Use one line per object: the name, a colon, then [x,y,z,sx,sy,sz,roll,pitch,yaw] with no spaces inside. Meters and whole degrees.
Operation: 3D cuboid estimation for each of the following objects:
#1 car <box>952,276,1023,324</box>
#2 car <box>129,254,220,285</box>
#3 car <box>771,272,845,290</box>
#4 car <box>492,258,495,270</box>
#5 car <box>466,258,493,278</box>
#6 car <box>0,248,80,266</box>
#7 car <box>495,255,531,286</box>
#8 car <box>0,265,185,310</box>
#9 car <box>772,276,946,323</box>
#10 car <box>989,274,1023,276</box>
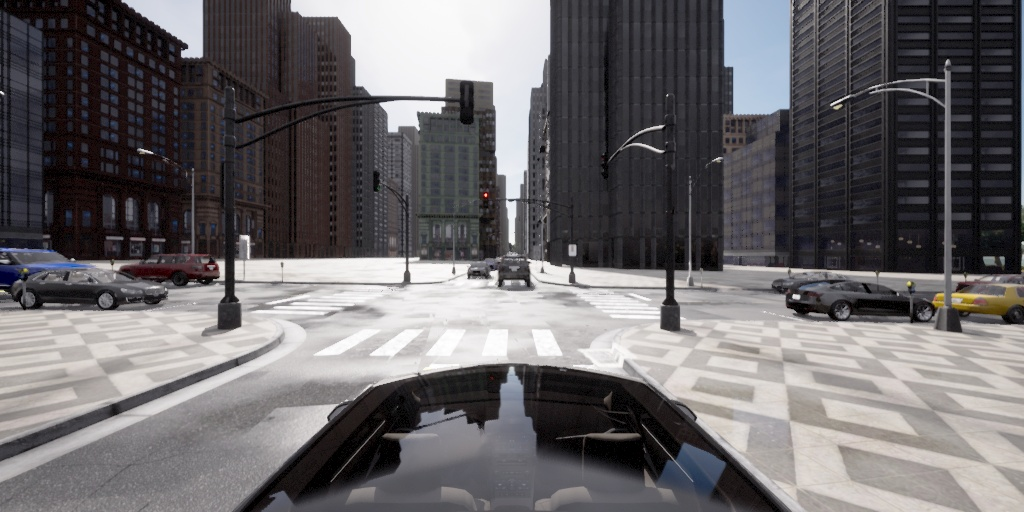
car: [17.962,1.568,12.683,4.829,1.417,1.751,0,0,0]
car: [-20.187,0.795,21.199,5.009,1.841,2.192,0,0,0]
car: [17.820,1.586,21.208,4.403,1.370,2.007,0,0,0]
car: [-2.996,1.090,47.740,2.097,1.767,4.553,0,0,0]
car: [-3.035,1.245,33.248,1.837,1.490,4.892,0,0,0]
car: [-21.090,0.694,15.432,5.566,2.045,2.150,1,0,0]
car: [0.150,0.966,25.342,2.150,2.045,5.566,0,0,0]
car: [-14.758,1.114,12.661,4.403,1.370,2.007,0,0,0]
car: [12.150,1.521,12.696,4.313,1.339,1.948,0,0,0]
car: [29.106,1.761,21.183,4.507,1.381,1.888,0,0,0]
